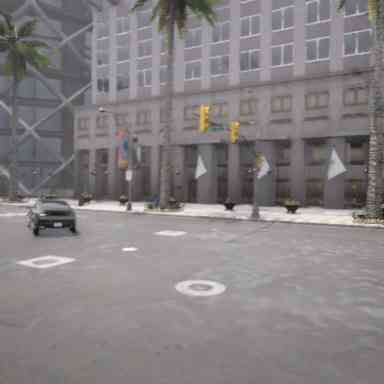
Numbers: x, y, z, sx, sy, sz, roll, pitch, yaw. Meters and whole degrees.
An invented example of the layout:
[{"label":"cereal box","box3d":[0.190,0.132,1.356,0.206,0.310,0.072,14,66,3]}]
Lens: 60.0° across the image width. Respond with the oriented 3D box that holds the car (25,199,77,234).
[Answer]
[{"label":"car","box3d":[-7.084,1.132,16.658,1.837,1.490,4.892,2,0,-30]}]
